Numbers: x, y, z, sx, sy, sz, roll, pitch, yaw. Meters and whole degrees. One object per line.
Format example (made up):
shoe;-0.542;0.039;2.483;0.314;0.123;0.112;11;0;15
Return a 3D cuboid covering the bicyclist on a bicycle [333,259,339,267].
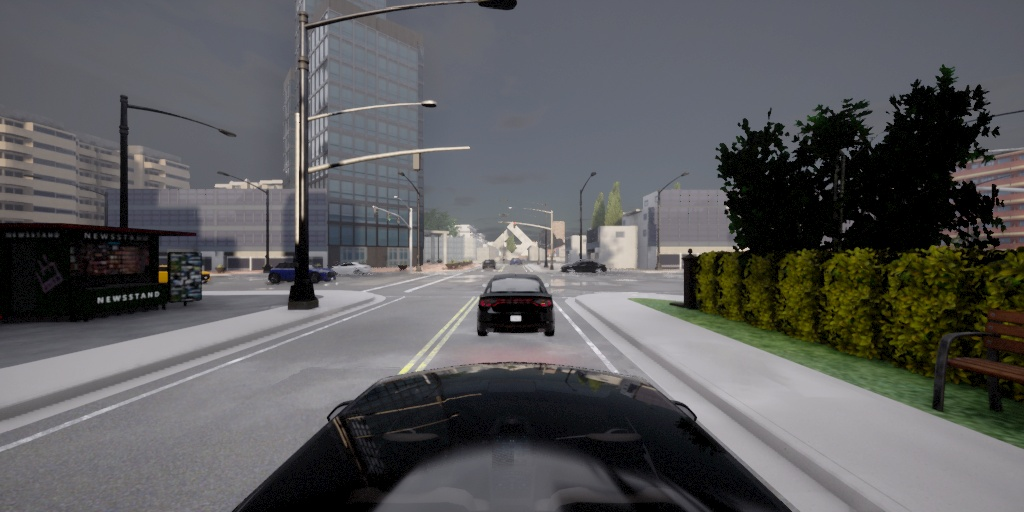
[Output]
bicyclist on a bicycle;-21.823;1.215;44.450;0.582;1.620;1.656;-1;0;0

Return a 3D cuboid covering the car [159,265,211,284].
car;-26.398;1.454;27.957;5.008;1.535;1.882;-1;0;0

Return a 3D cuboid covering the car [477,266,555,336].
car;0.109;1.228;10.391;1.882;1.535;5.008;0;0;1

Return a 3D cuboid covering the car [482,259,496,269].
car;-3.380;1.227;54.173;1.882;1.535;5.008;0;0;0

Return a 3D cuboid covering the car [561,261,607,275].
car;7.777;1.257;38.787;4.892;1.490;1.837;1;0;0

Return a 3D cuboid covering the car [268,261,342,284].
car;-16.286;1.209;27.994;4.553;1.767;2.097;-1;0;0

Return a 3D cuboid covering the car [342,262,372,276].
car;-17.605;1.402;38.686;4.674;1.442;1.812;-1;0;0
